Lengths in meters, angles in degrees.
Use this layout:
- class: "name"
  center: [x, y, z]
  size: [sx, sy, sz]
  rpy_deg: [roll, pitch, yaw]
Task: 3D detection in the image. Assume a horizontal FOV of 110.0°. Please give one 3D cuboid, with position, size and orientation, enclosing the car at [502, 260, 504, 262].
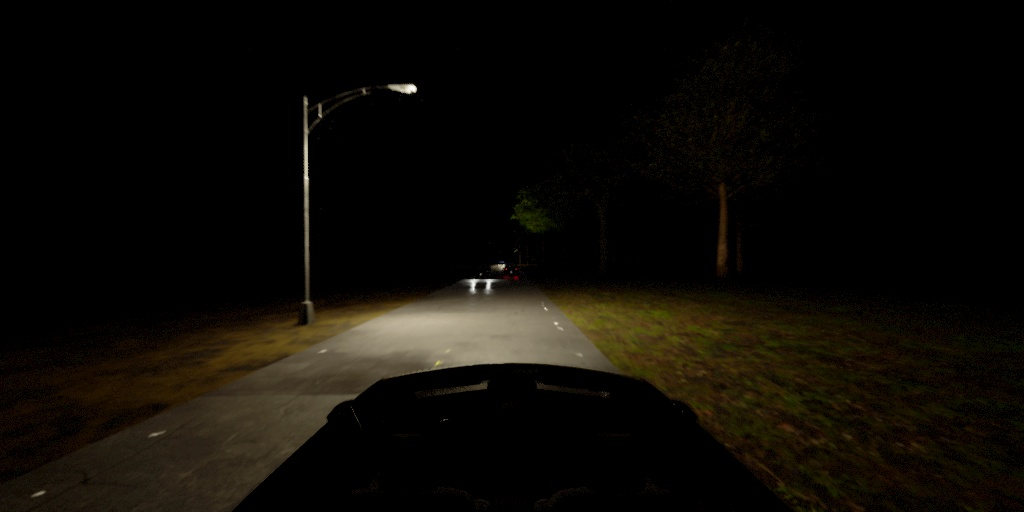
- class: "car"
  center: [-0.215, 1.700, 61.749]
  size: [2.033, 1.411, 5.357]
  rpy_deg: [-1, 0, 0]

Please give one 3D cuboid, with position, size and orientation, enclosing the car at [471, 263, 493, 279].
- class: "car"
  center: [-2.996, 1.532, 36.668]
  size: [1.837, 1.490, 4.892]
  rpy_deg: [-1, 0, 0]

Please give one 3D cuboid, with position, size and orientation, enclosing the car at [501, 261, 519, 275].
- class: "car"
  center: [-0.100, 1.647, 45.402]
  size: [1.895, 1.301, 4.718]
  rpy_deg: [-1, 0, 0]
